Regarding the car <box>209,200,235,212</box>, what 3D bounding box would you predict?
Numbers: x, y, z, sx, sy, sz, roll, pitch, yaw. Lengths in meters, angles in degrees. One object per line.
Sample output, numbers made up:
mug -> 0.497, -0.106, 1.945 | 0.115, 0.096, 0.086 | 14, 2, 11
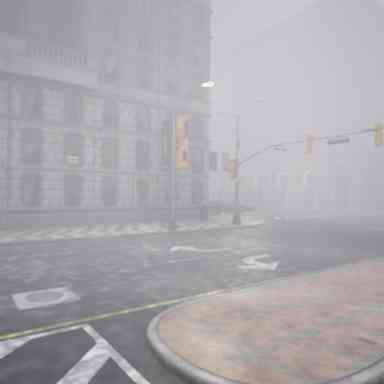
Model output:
car -> 3.174, 1.831, 43.449 | 1.837, 1.490, 4.892 | 1, 0, -36

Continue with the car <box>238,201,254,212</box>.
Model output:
car -> 6.046, 1.915, 45.441 | 2.033, 1.411, 5.357 | 1, 0, -36
